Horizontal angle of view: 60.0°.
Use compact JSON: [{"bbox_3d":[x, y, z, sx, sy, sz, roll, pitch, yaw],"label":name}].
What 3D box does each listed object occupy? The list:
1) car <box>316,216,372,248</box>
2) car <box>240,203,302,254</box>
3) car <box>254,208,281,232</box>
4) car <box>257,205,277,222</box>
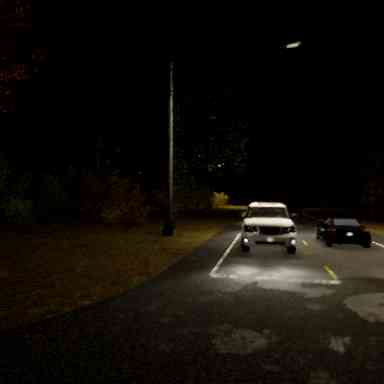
[{"bbox_3d":[7.573,1.910,16.923,1.994,1.385,4.181,0,-1,13],"label":"car"},{"bbox_3d":[3.519,1.527,15.506,2.150,2.045,5.566,0,-1,11],"label":"car"},{"bbox_3d":[5.692,2.005,25.190,1.837,1.490,4.892,0,-1,13],"label":"car"},{"bbox_3d":[7.956,2.183,35.329,1.882,1.535,5.008,0,-1,12],"label":"car"}]
